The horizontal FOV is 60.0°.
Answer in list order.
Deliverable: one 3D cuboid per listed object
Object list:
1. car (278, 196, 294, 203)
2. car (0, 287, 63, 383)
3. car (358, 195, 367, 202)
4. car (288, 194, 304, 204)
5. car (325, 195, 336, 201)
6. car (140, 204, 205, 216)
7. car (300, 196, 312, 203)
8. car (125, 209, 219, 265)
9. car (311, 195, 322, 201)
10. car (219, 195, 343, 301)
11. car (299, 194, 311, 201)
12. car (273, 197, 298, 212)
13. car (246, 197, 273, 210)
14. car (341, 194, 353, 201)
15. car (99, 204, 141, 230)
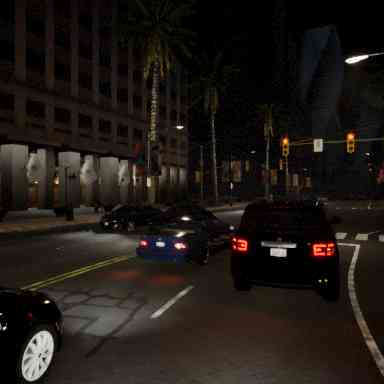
[{"bbox_3d":[19.633,1.513,69.440,2.161,1.482,4.786,0,0,28],"label":"car"},{"bbox_3d":[-2.896,1.505,2.552,1.837,1.490,4.892,0,0,9],"label":"car"},{"bbox_3d":[40.208,1.595,78.545,1.895,1.301,4.718,0,0,28],"label":"car"},{"bbox_3d":[19.671,1.351,62.912,2.097,1.767,4.553,0,0,29],"label":"car"},{"bbox_3d":[34.363,1.540,82.450,2.033,1.411,5.357,0,0,28],"label":"car"},{"bbox_3d":[-0.497,1.477,18.707,1.882,1.535,5.008,0,0,28],"label":"car"},{"bbox_3d":[24.955,1.524,72.535,1.812,1.442,4.674,0,0,29],"label":"car"},{"bbox_3d":[0.188,1.547,11.790,2.033,1.411,5.357,0,0,26],"label":"car"},{"bbox_3d":[32.066,1.570,85.588,1.895,1.301,4.718,0,0,28],"label":"car"},{"bbox_3d":[2.613,1.221,8.701,2.150,2.045,5.566,0,0,22],"label":"car"},{"bbox_3d":[30.191,1.354,88.663,2.185,1.767,4.553,0,0,28],"label":"car"},{"bbox_3d":[11.537,1.477,40.811,1.882,1.535,5.008,0,0,29],"label":"car"},{"bbox_3d":[8.832,1.492,43.160,2.128,1.511,4.902,0,0,29],"label":"car"},{"bbox_3d":[37.576,1.355,81.040,2.097,1.767,4.553,0,0,28],"label":"car"},{"bbox_3d":[-3.557,1.505,20.405,1.837,1.490,4.892,0,0,28],"label":"car"}]
